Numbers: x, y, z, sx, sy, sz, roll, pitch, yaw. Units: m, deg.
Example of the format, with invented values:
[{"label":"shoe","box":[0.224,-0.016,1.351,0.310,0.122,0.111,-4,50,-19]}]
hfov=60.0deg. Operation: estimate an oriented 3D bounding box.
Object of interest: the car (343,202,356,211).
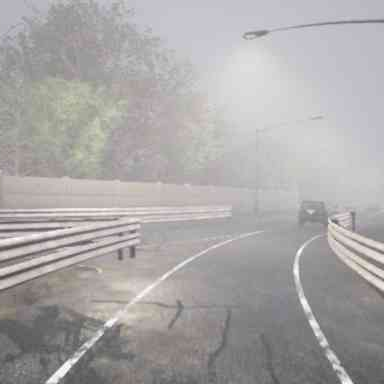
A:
[{"label":"car","box":[28.873,2.612,61.021,1.837,1.490,4.892,1,0,34]}]

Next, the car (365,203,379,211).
[{"label":"car","box":[33.196,2.765,61.187,1.994,1.385,4.181,1,0,34]}]

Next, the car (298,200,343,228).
[{"label":"car","box":[10.102,1.658,26.413,2.150,2.045,5.566,1,-1,34]}]
